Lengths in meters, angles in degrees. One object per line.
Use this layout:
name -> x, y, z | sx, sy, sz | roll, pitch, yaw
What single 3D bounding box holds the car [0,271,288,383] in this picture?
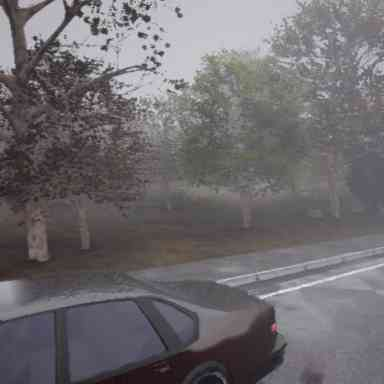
car -> -1.472, 1.547, 2.939 | 5.357, 1.411, 2.033 | 0, 0, -35
